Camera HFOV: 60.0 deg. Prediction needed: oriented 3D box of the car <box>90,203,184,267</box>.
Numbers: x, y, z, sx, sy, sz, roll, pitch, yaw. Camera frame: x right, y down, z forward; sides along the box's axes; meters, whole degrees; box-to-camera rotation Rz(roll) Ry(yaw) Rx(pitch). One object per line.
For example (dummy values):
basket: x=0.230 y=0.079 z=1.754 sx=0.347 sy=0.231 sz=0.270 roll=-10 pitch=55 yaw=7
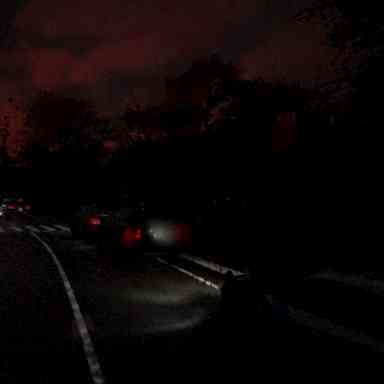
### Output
car: x=-2.260 y=1.528 z=13.026 sx=2.150 sy=2.045 sz=5.566 roll=1 pitch=-1 yaw=-27

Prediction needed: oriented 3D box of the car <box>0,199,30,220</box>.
car: x=-18.454 y=1.735 z=34.230 sx=2.150 sy=2.045 sz=5.566 roll=3 pitch=-1 yaw=-43

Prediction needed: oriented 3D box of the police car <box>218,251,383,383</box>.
police car: x=2.022 y=1.535 z=3.906 sx=1.930 sy=1.638 sz=5.238 roll=1 pitch=-2 yaw=-24

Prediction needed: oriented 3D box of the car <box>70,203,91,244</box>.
car: x=-5.201 y=1.625 z=18.446 sx=2.150 sy=2.045 sz=5.566 roll=1 pitch=-1 yaw=-30
